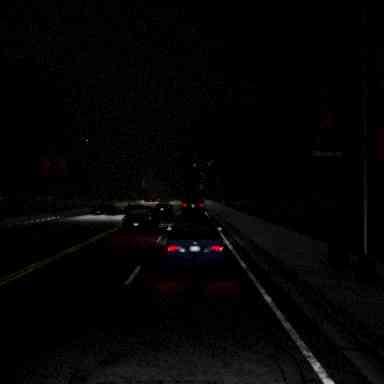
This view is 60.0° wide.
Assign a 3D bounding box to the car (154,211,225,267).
[{"bbox_3d":[0.087,1.613,11.593,2.033,1.411,5.357,0,0,0],"label":"car"}]

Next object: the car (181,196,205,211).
[{"bbox_3d":[0.108,1.409,33.322,2.150,2.045,5.566,0,0,0],"label":"car"}]

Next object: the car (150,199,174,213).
[{"bbox_3d":[-3.141,1.769,36.820,1.994,1.385,4.181,0,0,0],"label":"car"}]

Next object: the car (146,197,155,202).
[{"bbox_3d":[-9.728,1.862,77.979,1.837,1.490,4.892,0,0,0],"label":"car"}]

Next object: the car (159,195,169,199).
[{"bbox_3d":[-6.478,1.587,77.950,2.150,2.045,5.566,0,0,0],"label":"car"}]

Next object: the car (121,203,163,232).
[{"bbox_3d":[-3.145,1.642,20.987,1.812,1.442,4.674,0,0,0],"label":"car"}]

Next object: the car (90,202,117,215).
[{"bbox_3d":[-9.837,1.808,37.297,1.895,1.301,4.718,0,0,0],"label":"car"}]

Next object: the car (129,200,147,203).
[{"bbox_3d":[-6.587,1.809,37.313,1.895,1.301,4.718,0,0,0],"label":"car"}]
